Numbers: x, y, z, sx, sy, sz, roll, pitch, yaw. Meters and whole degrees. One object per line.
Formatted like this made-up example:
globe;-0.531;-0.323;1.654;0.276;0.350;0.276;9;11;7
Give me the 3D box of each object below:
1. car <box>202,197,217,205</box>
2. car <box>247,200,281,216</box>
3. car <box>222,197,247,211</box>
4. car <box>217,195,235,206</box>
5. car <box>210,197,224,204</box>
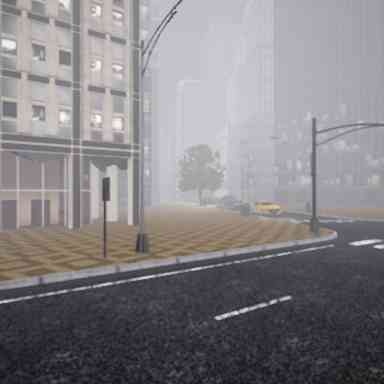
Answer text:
car;3.412;1.775;66.865;2.097;1.767;4.553;0;0;-7
car;7.638;1.652;34.760;1.882;1.535;5.008;0;0;-8
car;6.134;1.804;45.961;2.033;1.411;5.357;0;0;-8
car;6.886;1.614;63.610;2.150;2.045;5.566;0;0;-8
car;5.504;1.914;73.902;2.033;1.411;5.357;0;0;-8
